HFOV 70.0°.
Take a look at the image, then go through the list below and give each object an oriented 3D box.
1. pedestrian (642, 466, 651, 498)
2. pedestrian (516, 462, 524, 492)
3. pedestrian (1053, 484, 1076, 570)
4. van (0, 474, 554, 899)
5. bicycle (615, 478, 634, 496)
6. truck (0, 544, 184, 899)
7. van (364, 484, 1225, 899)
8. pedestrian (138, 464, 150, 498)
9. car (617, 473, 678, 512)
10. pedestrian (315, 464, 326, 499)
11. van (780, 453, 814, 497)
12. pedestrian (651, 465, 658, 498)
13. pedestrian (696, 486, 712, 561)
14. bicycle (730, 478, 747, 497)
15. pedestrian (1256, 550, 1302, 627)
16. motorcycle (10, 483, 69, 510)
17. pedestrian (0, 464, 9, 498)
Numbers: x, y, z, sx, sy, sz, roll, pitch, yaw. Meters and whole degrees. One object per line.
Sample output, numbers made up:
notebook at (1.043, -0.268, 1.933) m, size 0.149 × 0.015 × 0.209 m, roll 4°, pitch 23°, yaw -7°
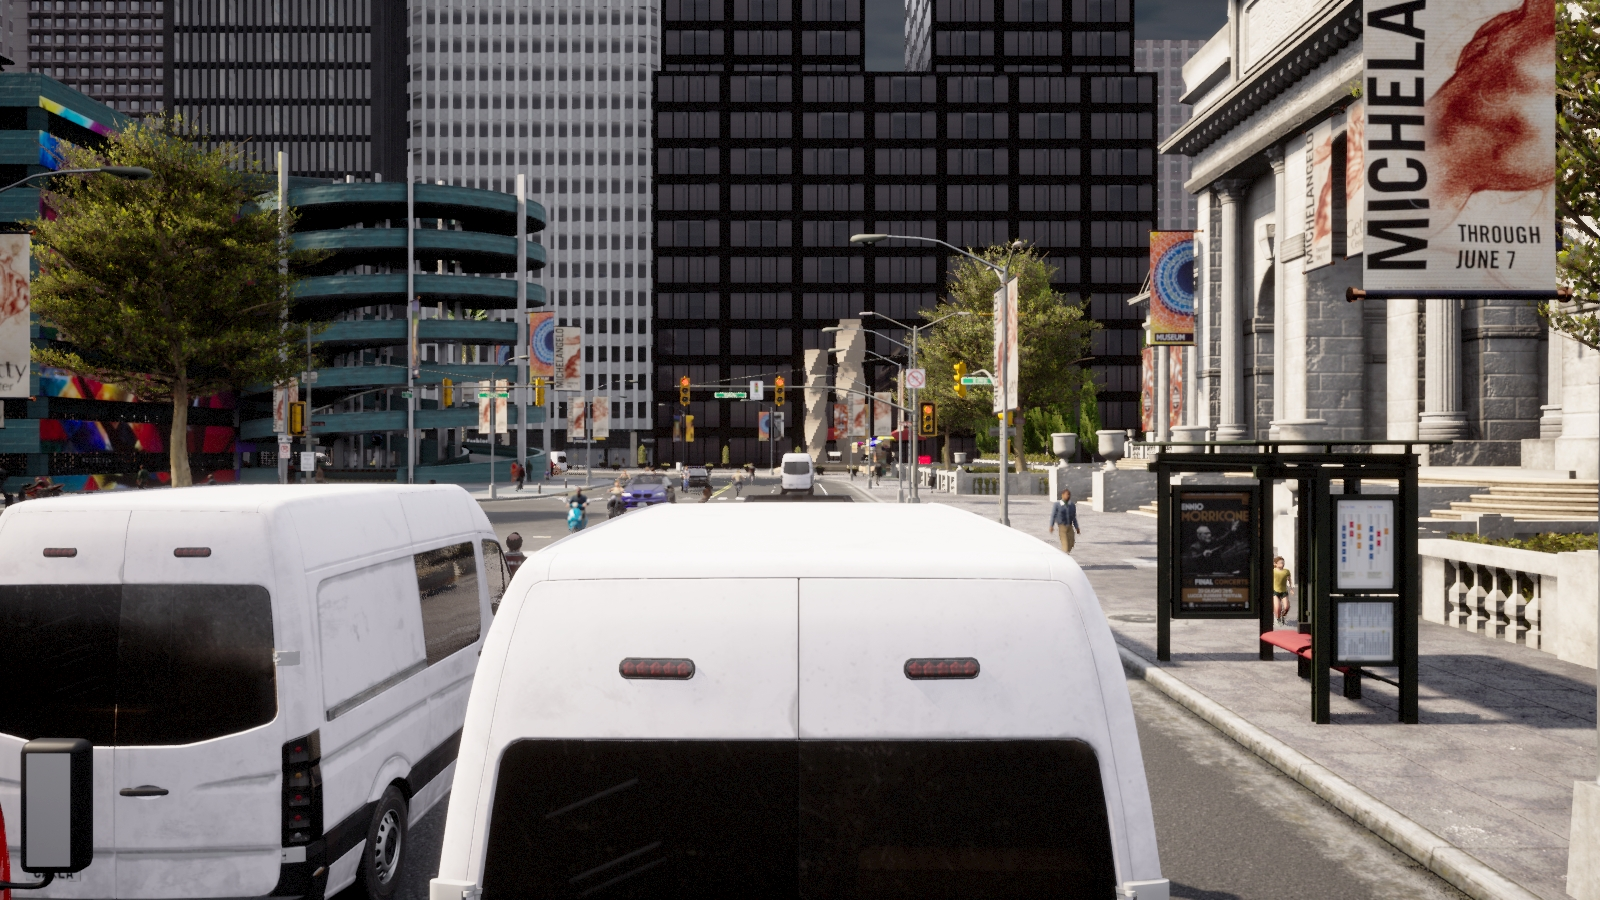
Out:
pedestrian at (-8.743, 1.824, 65.178) m, size 0.375 × 1.860 × 0.375 m, roll 0°, pitch 0°, yaw 16°
pedestrian at (-17.514, 1.670, 71.526) m, size 0.375 × 1.860 × 0.375 m, roll 0°, pitch 0°, yaw 15°
pedestrian at (5.824, 1.686, 25.204) m, size 0.375 × 1.860 × 0.375 m, roll 0°, pitch 0°, yaw -10°
van at (-3.517, 1.531, 8.781) m, size 1.988 × 2.561 × 5.915 m, roll 0°, pitch 0°, yaw 0°
bicycle at (-10.637, 2.230, 69.318) m, size 0.859 × 1.080 × 1.487 m, roll 0°, pitch 0°, yaw 1°
truck at (-3.506, 1.567, 1.456) m, size 2.627 × 2.467 × 5.204 m, roll 0°, pitch 0°, yaw 0°
van at (-0.014, 1.532, 5.596) m, size 1.988 × 2.561 × 5.915 m, roll 0°, pitch 0°, yaw 0°
pedestrian at (-35.476, 1.673, 61.794) m, size 0.375 × 1.860 × 0.375 m, roll 0°, pitch 0°, yaw 13°
car at (-7.053, 1.949, 53.324) m, size 2.242 × 1.667 × 4.611 m, roll 0°, pitch 0°, yaw 0°
pedestrian at (-25.358, 1.674, 60.459) m, size 0.375 × 1.860 × 0.375 m, roll 0°, pitch 0°, yaw 28°
van at (-0.150, 1.507, 71.307) m, size 1.988 × 2.561 × 5.915 m, roll 0°, pitch 0°, yaw 1°
pedestrian at (-8.459, 1.824, 66.375) m, size 0.375 × 1.860 × 0.375 m, roll 0°, pitch 0°, yaw -19°
pedestrian at (-2.414, 1.838, 28.693) m, size 0.375 × 1.860 × 0.375 m, roll 0°, pitch 0°, yaw -2°
bicycle at (-3.663, 2.231, 68.104) m, size 0.859 × 1.080 × 1.487 m, roll 0°, pitch -1°, yaw 1°
pedestrian at (7.192, 2.069, 17.152) m, size 0.500 × 1.100 × 0.500 m, roll 0°, pitch 0°, yaw 4°
motorcycle at (-35.821, 2.185, 53.843) m, size 2.209 × 1.251 × 0.867 m, roll 0°, pitch 0°, yaw 0°
pedestrian at (-43.590, 1.673, 62.521) m, size 0.375 × 1.860 × 0.375 m, roll 0°, pitch 0°, yaw 7°
